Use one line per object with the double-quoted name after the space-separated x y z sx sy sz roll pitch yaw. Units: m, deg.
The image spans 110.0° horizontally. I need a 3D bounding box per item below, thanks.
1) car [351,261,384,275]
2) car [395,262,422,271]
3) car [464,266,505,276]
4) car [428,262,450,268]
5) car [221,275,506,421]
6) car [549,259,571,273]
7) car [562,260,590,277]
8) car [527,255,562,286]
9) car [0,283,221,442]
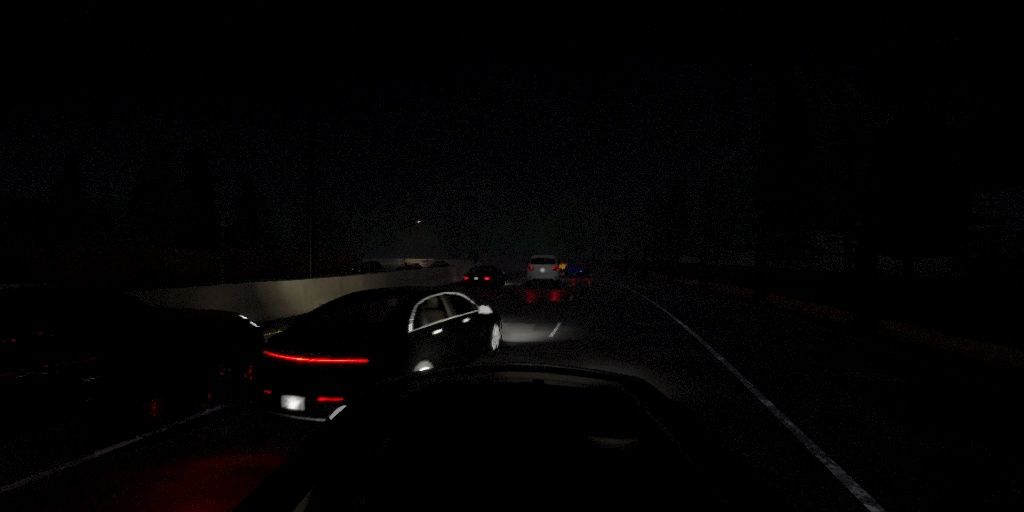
-14.800 1.256 37.067 1.837 1.490 4.892 0 -1 -1 "car"
-11.335 1.351 39.548 1.895 1.301 4.718 0 0 -2 "car"
-1.634 1.297 22.383 2.033 1.411 5.357 0 0 8 "car"
-7.799 1.297 38.498 2.033 1.411 5.357 0 0 -1 "car"
-1.600 1.255 6.014 1.837 1.490 4.892 0 0 16 "car"
5.972 1.227 45.210 1.882 1.535 5.008 0 0 -4 "car"
6.259 1.227 34.743 1.882 1.535 5.008 0 0 1 "car"
2.264 0.971 25.639 2.150 2.045 5.566 0 0 6 "car"
-5.679 1.103 4.423 2.097 1.767 4.553 0 0 16 "car"
